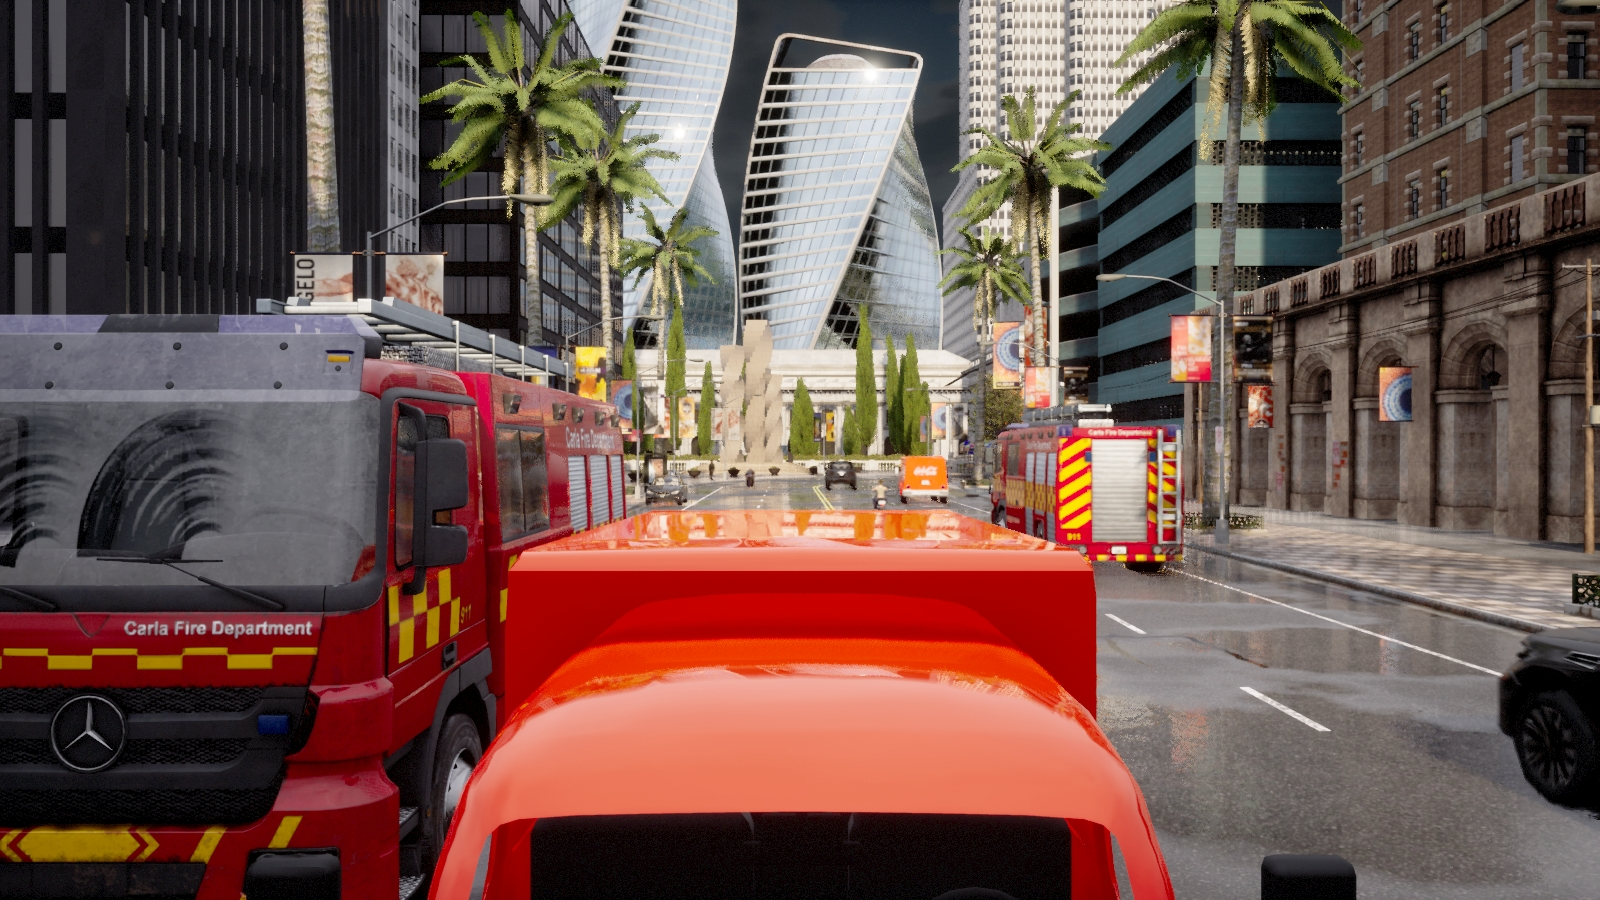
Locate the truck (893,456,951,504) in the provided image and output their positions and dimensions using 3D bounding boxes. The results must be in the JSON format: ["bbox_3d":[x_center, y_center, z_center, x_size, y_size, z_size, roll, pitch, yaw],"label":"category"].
[{"bbox_3d":[6.598,1.590,62.296,2.627,2.467,5.204,0,0,0],"label":"truck"}]

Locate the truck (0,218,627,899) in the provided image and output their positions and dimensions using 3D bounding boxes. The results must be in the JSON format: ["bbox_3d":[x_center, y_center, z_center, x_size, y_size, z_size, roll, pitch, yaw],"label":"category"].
[{"bbox_3d":[-3.491,0.895,9.272,2.891,3.827,8.468,0,0,0],"label":"truck"}]

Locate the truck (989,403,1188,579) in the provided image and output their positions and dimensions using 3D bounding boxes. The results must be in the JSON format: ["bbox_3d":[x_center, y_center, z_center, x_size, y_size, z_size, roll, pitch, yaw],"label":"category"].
[{"bbox_3d":[6.977,0.901,29.081,2.891,3.827,8.468,0,0,0],"label":"truck"}]

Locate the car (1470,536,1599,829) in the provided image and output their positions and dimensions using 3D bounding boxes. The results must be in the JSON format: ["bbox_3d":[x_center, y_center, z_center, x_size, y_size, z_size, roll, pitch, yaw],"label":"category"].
[{"bbox_3d":[6.988,1.782,7.305,2.150,2.045,5.566,0,0,0],"label":"car"}]

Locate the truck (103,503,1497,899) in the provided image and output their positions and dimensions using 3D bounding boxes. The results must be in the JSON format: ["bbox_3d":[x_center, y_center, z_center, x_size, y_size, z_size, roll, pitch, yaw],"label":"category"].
[{"bbox_3d":[-0.001,1.571,4.755,2.627,2.467,5.204,0,0,0],"label":"truck"}]
